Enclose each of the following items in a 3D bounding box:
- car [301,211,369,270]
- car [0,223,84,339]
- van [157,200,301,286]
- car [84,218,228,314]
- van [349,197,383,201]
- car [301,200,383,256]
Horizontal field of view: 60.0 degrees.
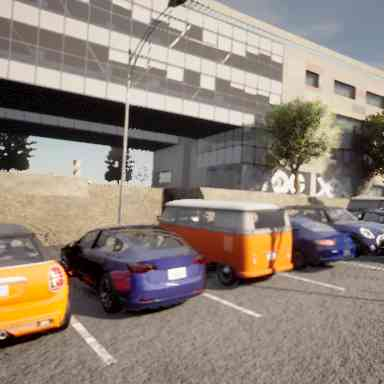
[{"bbox_3d":[2.952,1.500,11.067,2.002,1.452,4.674,0,0,-35],"label":"car"},{"bbox_3d":[-3.856,1.354,6.178,2.185,1.767,4.553,0,0,-35],"label":"car"},{"bbox_3d":[0.607,1.241,9.542,1.878,1.987,4.442,0,0,-35],"label":"van"},{"bbox_3d":[-1.617,1.503,7.847,2.163,1.488,4.792,0,0,-35],"label":"car"},{"bbox_3d":[9.842,1.214,15.838,1.878,1.987,4.442,0,0,-35],"label":"van"},{"bbox_3d":[5.206,1.328,12.714,2.185,1.767,4.553,0,0,-35],"label":"car"}]
